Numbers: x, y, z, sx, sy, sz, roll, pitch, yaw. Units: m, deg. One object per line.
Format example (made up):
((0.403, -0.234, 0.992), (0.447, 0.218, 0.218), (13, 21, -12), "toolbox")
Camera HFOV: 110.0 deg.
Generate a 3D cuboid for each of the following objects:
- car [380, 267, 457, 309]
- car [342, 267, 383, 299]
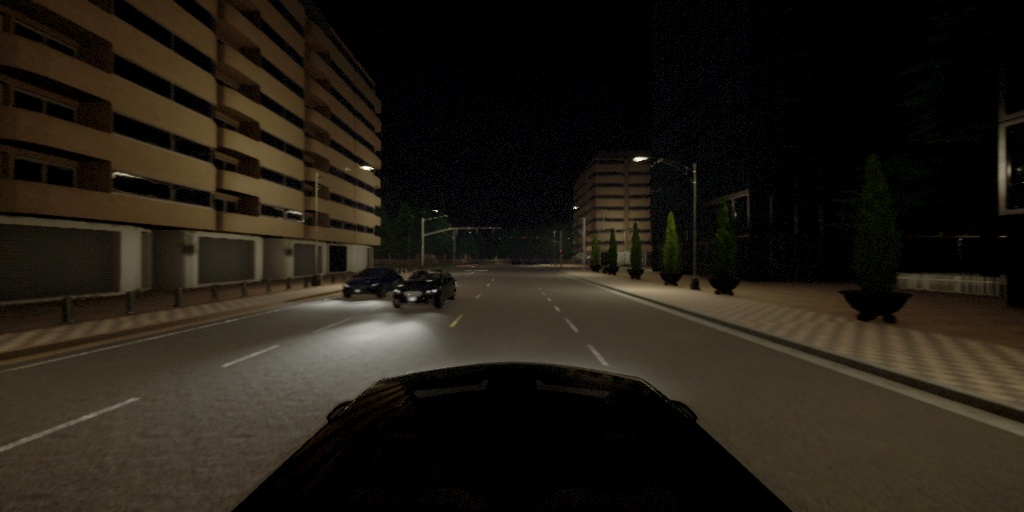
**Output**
((-3.556, 1.293, 15.315), (2.128, 1.511, 4.902), (0, 0, 0), "car")
((-7.054, 1.331, 18.734), (1.812, 1.442, 4.674), (0, 0, 0), "car")
